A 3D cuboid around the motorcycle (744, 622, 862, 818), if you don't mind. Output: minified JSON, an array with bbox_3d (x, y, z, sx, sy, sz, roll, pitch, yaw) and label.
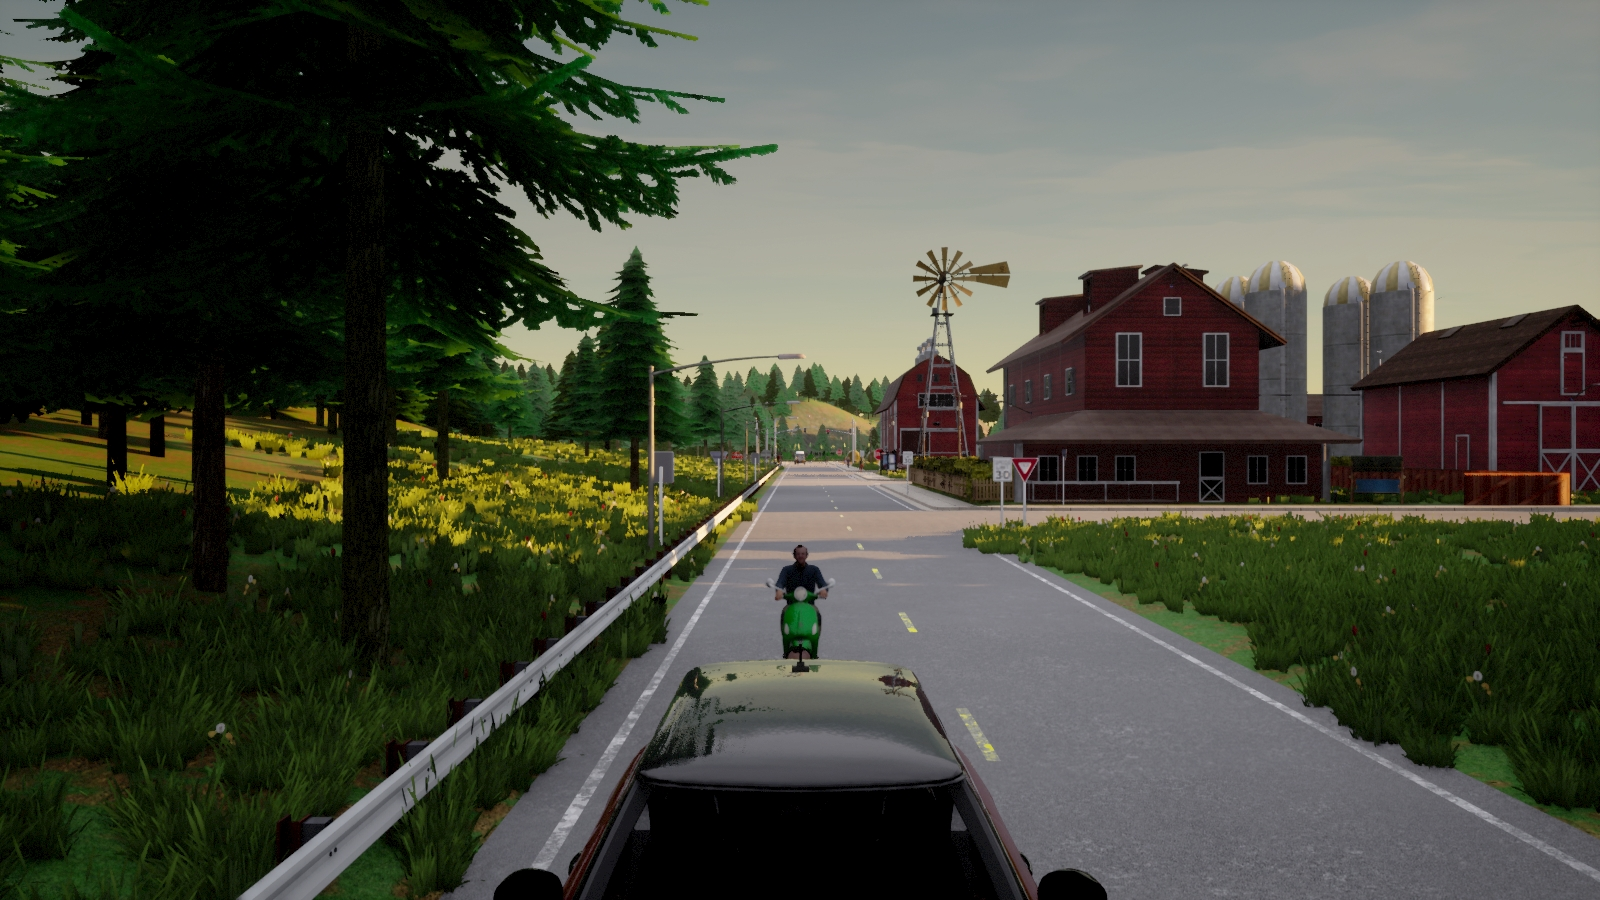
[{"bbox_3d":[0.017,2.230,9.842,0.867,1.251,2.209,-2,-3,0],"label":"motorcycle"}]

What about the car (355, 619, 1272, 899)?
[{"bbox_3d":[0.032,1.899,4.503,2.097,1.767,4.553,0,0,0],"label":"car"}]
